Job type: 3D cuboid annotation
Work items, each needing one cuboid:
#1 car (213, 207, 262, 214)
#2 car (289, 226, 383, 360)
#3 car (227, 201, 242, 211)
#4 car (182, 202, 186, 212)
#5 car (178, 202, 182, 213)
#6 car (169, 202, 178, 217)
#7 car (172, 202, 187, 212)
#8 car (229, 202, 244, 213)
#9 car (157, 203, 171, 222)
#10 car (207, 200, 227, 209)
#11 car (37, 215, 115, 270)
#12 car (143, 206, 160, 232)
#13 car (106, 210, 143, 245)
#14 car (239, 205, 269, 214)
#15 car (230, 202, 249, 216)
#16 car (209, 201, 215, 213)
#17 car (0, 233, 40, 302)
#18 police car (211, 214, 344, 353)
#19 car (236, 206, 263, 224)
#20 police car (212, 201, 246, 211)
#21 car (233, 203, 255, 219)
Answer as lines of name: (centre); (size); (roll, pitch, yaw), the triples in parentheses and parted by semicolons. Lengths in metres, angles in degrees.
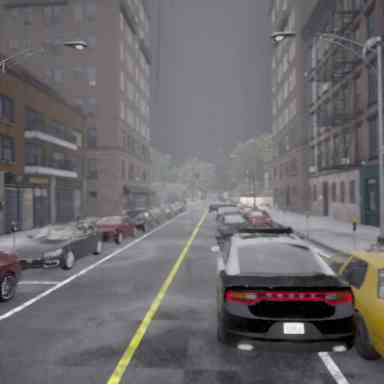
car: (2.108, 1.695, 16.506); (1.812, 1.442, 4.674); (-1, -1, 4)
car: (3.170, 1.553, 5.726); (1.752, 1.417, 4.829); (-1, -1, 4)
car: (6.230, 2.088, 49.594); (1.947, 1.339, 4.313); (-1, -1, 4)
car: (-2.160, 2.008, 44.646); (1.967, 1.590, 4.097); (-1, -1, 4)
car: (-2.554, 2.027, 38.970); (1.752, 1.417, 4.829); (-1, -1, 4)
car: (-2.927, 1.880, 33.635); (1.967, 1.590, 4.097); (-1, -1, 4)
car: (-1.774, 2.214, 50.149); (1.802, 1.307, 4.206); (-1, -1, 4)
car: (5.847, 2.040, 44.089); (1.802, 1.307, 4.206); (-1, -1, 4)
car: (-3.309, 1.927, 28.129); (2.008, 1.369, 4.403); (-1, -1, 4)
car: (4.464, 2.213, 57.859); (1.994, 1.385, 4.181); (-1, -1, 27)
car: (-4.459, 1.746, 11.614); (2.008, 1.369, 4.403); (-1, -1, 4)
car: (-3.692, 1.881, 22.624); (1.947, 1.339, 4.313); (-1, -1, 4)
car: (-4.076, 1.800, 17.119); (1.887, 1.381, 4.507); (-1, -1, 4)
car: (4.313, 1.788, 22.071); (1.802, 1.307, 4.206); (-1, -1, 4)
car: (5.463, 1.939, 38.585); (1.887, 1.381, 4.507); (-1, -1, 4)
car: (3.312, 1.984, 45.303); (1.882, 1.535, 5.008); (-1, -1, 5)
car: (-4.842, 1.718, 6.108); (1.802, 1.307, 4.206); (-1, -1, 4)
police car: (1.419, 1.487, 6.641); (1.930, 1.638, 5.238); (-1, -1, 4)
car: (4.697, 1.849, 27.575); (1.802, 1.307, 4.206); (-1, -1, 4)
police car: (2.531, 1.661, 22.602); (1.930, 1.638, 5.238); (-1, -1, 4)
car: (5.091, 1.858, 33.251); (1.752, 1.417, 4.829); (-1, -1, 4)
